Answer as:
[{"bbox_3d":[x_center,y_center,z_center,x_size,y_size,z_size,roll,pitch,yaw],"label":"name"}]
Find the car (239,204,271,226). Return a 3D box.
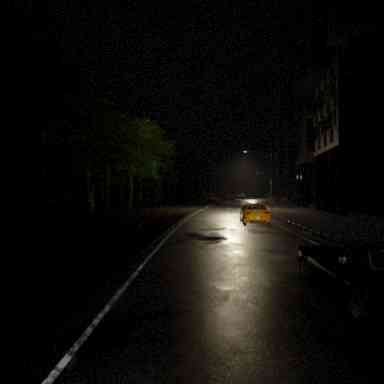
[{"bbox_3d":[4.632,1.599,24.879,1.882,1.535,5.008,0,0,4],"label":"car"}]

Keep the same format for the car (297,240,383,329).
[{"bbox_3d":[3.722,1.655,6.953,1.895,1.301,4.718,0,0,1],"label":"car"}]

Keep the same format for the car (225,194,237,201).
[{"bbox_3d":[8.529,1.349,75.423,1.837,1.490,4.892,0,0,13],"label":"car"}]

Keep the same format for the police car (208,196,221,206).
[{"bbox_3d":[3.913,1.493,58.121,1.930,1.638,5.238,0,0,10],"label":"police car"}]
